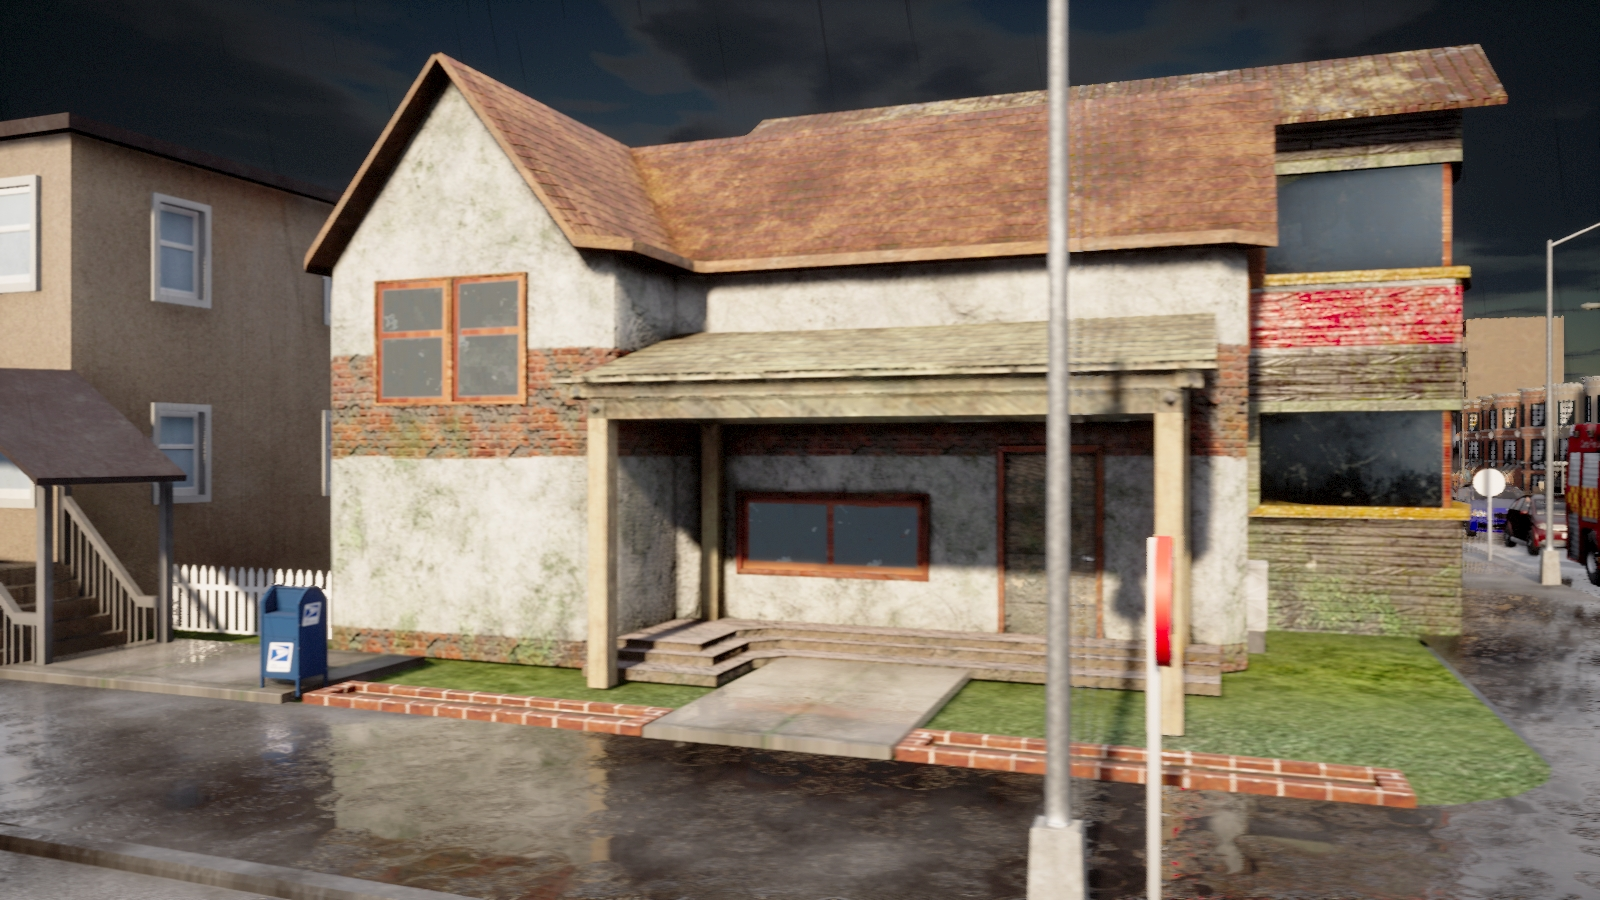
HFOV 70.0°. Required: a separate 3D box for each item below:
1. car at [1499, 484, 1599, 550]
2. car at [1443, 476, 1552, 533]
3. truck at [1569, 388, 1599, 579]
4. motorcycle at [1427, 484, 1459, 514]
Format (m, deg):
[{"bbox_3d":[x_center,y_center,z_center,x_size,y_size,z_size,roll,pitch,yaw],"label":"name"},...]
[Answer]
[{"bbox_3d":[20.701,1.798,31.451,1.789,1.549,3.705,0,0,20],"label":"car"},{"bbox_3d":[23.106,1.748,38.036,2.242,1.667,4.611,0,0,20],"label":"car"},{"bbox_3d":[16.719,0.671,20.492,2.891,3.827,8.468,0,0,20],"label":"truck"},{"bbox_3d":[26.245,1.993,46.645,0.803,1.145,2.033,0,0,20],"label":"motorcycle"}]
